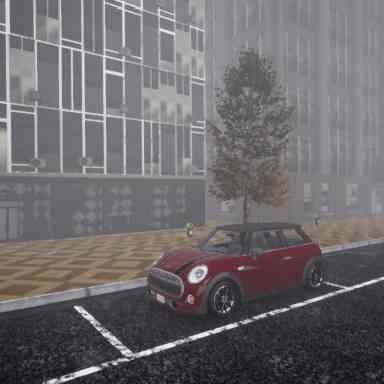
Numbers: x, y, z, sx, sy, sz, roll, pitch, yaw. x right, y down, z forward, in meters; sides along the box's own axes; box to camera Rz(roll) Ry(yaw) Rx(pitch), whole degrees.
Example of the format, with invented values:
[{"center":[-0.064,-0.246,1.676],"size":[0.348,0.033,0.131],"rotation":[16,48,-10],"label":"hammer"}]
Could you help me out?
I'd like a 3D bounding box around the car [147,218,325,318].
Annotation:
[{"center":[1.036,1.439,7.312],"size":[4.097,1.590,1.967],"rotation":[0,-1,-36],"label":"car"}]
